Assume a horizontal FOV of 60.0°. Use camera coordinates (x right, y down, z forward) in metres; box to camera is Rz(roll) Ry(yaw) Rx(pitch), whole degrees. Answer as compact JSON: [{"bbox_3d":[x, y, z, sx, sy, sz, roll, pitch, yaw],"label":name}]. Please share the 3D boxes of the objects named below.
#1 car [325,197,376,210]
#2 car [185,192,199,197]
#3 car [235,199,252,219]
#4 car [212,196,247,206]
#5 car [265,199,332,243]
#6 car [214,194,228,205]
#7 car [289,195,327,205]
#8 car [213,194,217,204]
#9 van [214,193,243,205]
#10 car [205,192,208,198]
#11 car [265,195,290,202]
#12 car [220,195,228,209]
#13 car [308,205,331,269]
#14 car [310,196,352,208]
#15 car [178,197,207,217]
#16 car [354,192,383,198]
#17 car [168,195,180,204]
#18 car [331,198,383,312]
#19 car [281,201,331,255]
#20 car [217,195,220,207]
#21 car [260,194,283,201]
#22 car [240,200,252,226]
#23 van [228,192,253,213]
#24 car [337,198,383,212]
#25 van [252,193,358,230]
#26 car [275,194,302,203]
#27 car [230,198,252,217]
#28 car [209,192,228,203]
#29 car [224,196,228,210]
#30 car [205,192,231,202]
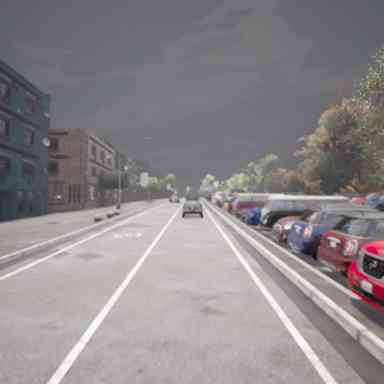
[{"bbox_3d":[18.705,1.329,39.324,5.008,1.535,2.097,0,0,0],"label":"car"},{"bbox_3d":[0.016,1.066,54.025,2.150,2.045,5.566,0,0,0],"label":"car"},{"bbox_3d":[5.620,1.419,22.304,4.792,1.488,2.163,0,0,0],"label":"car"},{"bbox_3d":[5.613,1.313,50.334,5.008,1.535,2.097,0,0,0],"label":"car"},{"bbox_3d":[5.690,1.298,13.894,4.553,1.767,2.185,0,0,0],"label":"car"},{"bbox_3d":[5.599,1.352,41.925,4.792,1.488,2.163,0,0,0],"label":"car"},{"bbox_3d":[18.510,1.309,53.250,5.366,1.575,1.946,0,0,0],"label":"car"},{"bbox_3d":[5.620,1.319,44.723,4.892,1.521,2.231,0,0,0],"label":"car"},{"bbox_3d":[5.732,1.086,53.137,4.442,1.987,1.878,0,0,0],"label":"van"},{"bbox_3d":[5.639,1.055,64.349,5.566,2.045,2.435,0,0,0],"label":"car"},{"bbox_3d":[18.699,1.324,72.743,5.008,1.535,2.097,0,0,0],"label":"car"},{"bbox_3d":[5.823,1.342,33.517,5.366,1.575,1.946,0,0,0],"label":"car"},{"bbox_3d":[5.634,1.320,8.287,4.553,1.767,2.185,0,0,0],"label":"car"},{"bbox_3d":[18.733,1.348,44.894,4.792,1.488,2.163,0,0,0],"label":"car"},{"bbox_3d":[0.072,1.434,30.392,2.033,1.411,5.357,0,0,0],"label":"car"},{"bbox_3d":[18.691,1.105,31.093,5.566,2.045,2.435,0,0,0],"label":"car"},{"bbox_3d":[-3.266,1.333,61.444,2.128,1.511,4.902,0,0,1],"label":"car"},{"bbox_3d":[5.640,1.206,5.484,5.566,2.045,2.435,0,0,0],"label":"car"},{"bbox_3d":[5.631,1.309,11.091,4.553,1.767,2.185,0,0,0],"label":"car"},{"bbox_3d":[5.629,1.335,36.317,5.008,1.535,2.097,0,0,0],"label":"car"},{"bbox_3d":[18.694,1.353,78.311,5.008,1.535,2.097,0,0,0],"label":"car"},{"bbox_3d":[5.648,1.401,19.501,5.008,1.535,2.097,0,0,0],"label":"car"},{"bbox_3d":[5.527,1.142,27.910,4.442,1.987,1.878,0,0,0],"label":"van"},{"bbox_3d":[18.711,1.376,36.663,4.674,1.452,2.002,0,0,0],"label":"car"},{"bbox_3d":[5.539,1.186,16.697,4.442,1.987,1.878,0,0,0],"label":"van"},{"bbox_3d":[18.659,1.181,64.388,4.553,1.767,2.185,0,0,0],"label":"car"},{"bbox_3d":[5.617,1.408,25.107,4.792,1.488,2.163,0,0,0],"label":"car"},{"bbox_3d":[5.650,1.064,47.530,5.566,2.045,2.435,0,0,0],"label":"car"},{"bbox_3d":[5.670,1.386,30.714,4.792,1.488,2.163,0,0,0],"label":"car"},{"bbox_3d":[5.643,1.073,72.759,5.566,2.045,2.435,0,0,0],"label":"car"}]
